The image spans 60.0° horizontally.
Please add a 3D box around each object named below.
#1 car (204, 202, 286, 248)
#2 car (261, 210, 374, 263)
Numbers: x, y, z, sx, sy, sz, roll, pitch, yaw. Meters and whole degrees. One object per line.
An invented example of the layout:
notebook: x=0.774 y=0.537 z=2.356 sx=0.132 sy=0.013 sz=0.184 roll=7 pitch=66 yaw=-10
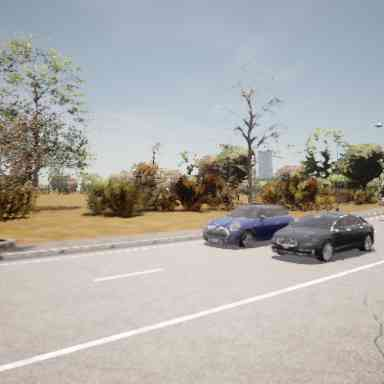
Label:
car: x=2.675 y=1.372 z=14.925 sx=4.553 sy=1.767 sz=2.097 roll=0 pitch=0 yaw=-39
car: x=4.931 y=1.518 z=12.248 sx=4.892 sy=1.490 sz=1.837 roll=0 pitch=0 yaw=-39
